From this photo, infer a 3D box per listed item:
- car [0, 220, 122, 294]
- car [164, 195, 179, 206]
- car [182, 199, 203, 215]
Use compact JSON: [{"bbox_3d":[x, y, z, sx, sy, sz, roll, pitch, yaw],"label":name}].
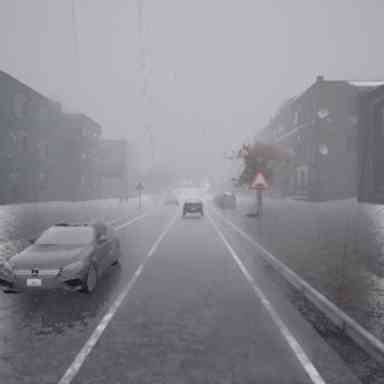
[{"bbox_3d":[-3.102,1.514,8.864,1.812,1.442,4.674,0,0,0],"label":"car"},{"bbox_3d":[-3.079,1.181,49.988,2.097,1.767,4.553,0,0,0],"label":"car"},{"bbox_3d":[0.092,1.382,32.683,1.882,1.535,5.008,0,0,0],"label":"car"}]
